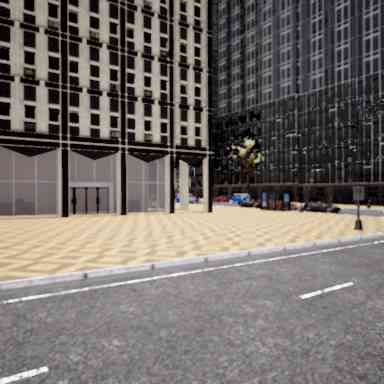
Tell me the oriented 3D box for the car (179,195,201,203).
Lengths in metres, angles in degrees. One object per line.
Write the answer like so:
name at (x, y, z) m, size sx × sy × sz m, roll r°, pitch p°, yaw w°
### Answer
car at (-0.478, 1.377, 65.502) m, size 1.882 × 1.535 × 5.008 m, roll 0°, pitch 1°, yaw -34°

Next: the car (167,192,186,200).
car at (-3.777, 1.040, 80.429) m, size 2.192 × 1.841 × 5.009 m, roll 0°, pitch 0°, yaw -34°

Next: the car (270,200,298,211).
car at (11.660, 1.720, 42.796) m, size 1.802 × 1.307 × 4.206 m, roll 0°, pitch 0°, yaw -34°

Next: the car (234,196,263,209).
car at (8.501, 1.654, 47.520) m, size 1.947 × 1.339 × 4.313 m, roll 0°, pitch 0°, yaw -34°

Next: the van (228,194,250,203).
van at (9.052, 1.274, 61.660) m, size 1.690 × 1.788 × 3.998 m, roll 0°, pitch 0°, yaw -34°

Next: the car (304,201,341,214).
car at (14.853, 1.755, 38.091) m, size 1.947 × 1.339 × 4.313 m, roll 0°, pitch 0°, yaw -34°

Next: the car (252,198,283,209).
car at (10.932, 1.639, 48.645) m, size 1.994 × 1.385 × 4.181 m, roll 0°, pitch 1°, yaw -34°

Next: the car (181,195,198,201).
car at (-0.571, 1.359, 75.739) m, size 1.802 × 1.307 × 4.206 m, roll 0°, pitch 0°, yaw -34°

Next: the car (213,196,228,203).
car at (5.843, 1.464, 66.354) m, size 1.802 × 1.307 × 4.206 m, roll 0°, pitch 0°, yaw -34°

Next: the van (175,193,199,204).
van at (-1.074, 1.276, 61.624) m, size 1.690 × 1.788 × 3.998 m, roll 0°, pitch 0°, yaw -34°
